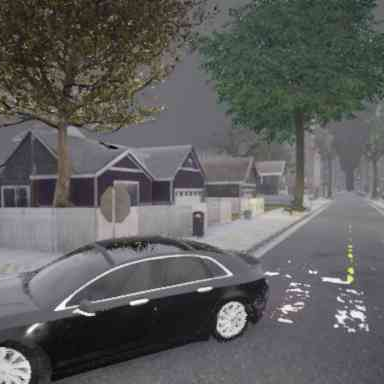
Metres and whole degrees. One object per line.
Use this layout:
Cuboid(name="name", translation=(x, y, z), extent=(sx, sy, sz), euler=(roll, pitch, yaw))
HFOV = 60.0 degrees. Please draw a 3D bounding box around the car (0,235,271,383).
Cuboid(name="car", translation=(-1.049, 1.513, 4.978), extent=(4.892, 1.490, 1.837), euler=(0, 5, -29))
